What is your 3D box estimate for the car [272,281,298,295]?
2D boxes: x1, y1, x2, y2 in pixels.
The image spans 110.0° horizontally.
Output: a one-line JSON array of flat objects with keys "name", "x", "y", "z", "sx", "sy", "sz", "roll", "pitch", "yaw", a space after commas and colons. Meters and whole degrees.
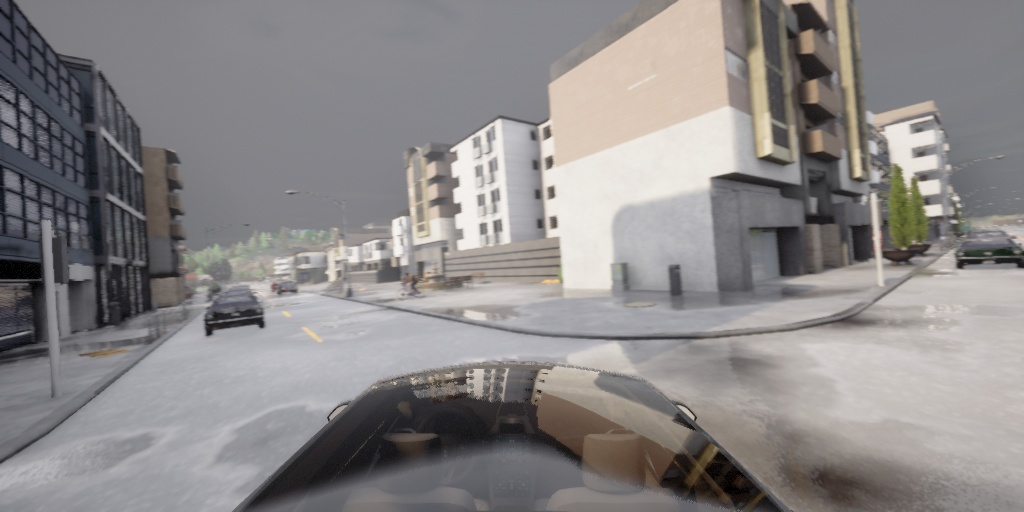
[{"name": "car", "x": -25.689, "y": 3.637, "z": 40.978, "sx": 2.033, "sy": 1.411, "sz": 5.357, "roll": -4, "pitch": -1, "yaw": -37}]

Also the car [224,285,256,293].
[{"name": "car", "x": -17.479, "y": 2.850, "z": 22.978, "sx": 1.994, "sy": 1.385, "sz": 4.181, "roll": -4, "pitch": -1, "yaw": -37}]

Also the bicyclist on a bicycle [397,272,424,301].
[{"name": "bicyclist on a bicycle", "x": -5.908, "y": 1.736, "z": 20.868, "sx": 1.656, "sy": 1.620, "sz": 0.582, "roll": -3, "pitch": -1, "yaw": -37}]

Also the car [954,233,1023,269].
[{"name": "car", "x": 21.905, "y": -0.161, "z": 16.518, "sx": 4.718, "sy": 1.301, "sz": 1.895, "roll": -4, "pitch": -1, "yaw": -37}]

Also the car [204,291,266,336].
[{"name": "car", "x": -11.563, "y": 2.359, "z": 15.050, "sx": 1.895, "sy": 1.301, "sz": 4.718, "roll": -4, "pitch": -1, "yaw": -37}]

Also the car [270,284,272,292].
[{"name": "car", "x": -31.955, "y": 4.126, "z": 49.367, "sx": 1.882, "sy": 1.535, "sz": 5.008, "roll": -4, "pitch": -1, "yaw": -37}]

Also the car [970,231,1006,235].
[{"name": "car", "x": 29.367, "y": -0.780, "z": 22.117, "sx": 4.902, "sy": 1.511, "sz": 2.128, "roll": -4, "pitch": -1, "yaw": -37}]
